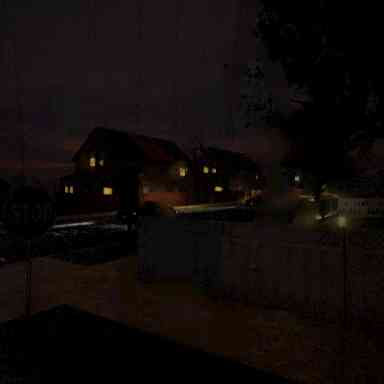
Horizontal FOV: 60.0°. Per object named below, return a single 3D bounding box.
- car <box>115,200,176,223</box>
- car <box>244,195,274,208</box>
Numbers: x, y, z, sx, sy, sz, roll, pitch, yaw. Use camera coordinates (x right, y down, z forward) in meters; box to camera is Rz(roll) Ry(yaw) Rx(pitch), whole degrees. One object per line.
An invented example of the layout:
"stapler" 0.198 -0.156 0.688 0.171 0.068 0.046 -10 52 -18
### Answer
"car" -2.895 1.251 21.435 1.994 1.385 4.181 2 2 35
"car" 7.298 0.983 35.905 1.994 1.385 4.181 2 2 35
